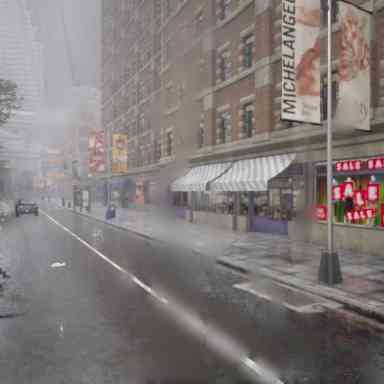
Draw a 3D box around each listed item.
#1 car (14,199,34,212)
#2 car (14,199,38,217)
[{"bbox_3d":[-20.261,1.547,40.114,2.033,1.411,5.357,0,0,-27],"label":"car"},{"bbox_3d":[-15.674,1.492,31.517,2.128,1.511,4.902,0,0,-28],"label":"car"}]
